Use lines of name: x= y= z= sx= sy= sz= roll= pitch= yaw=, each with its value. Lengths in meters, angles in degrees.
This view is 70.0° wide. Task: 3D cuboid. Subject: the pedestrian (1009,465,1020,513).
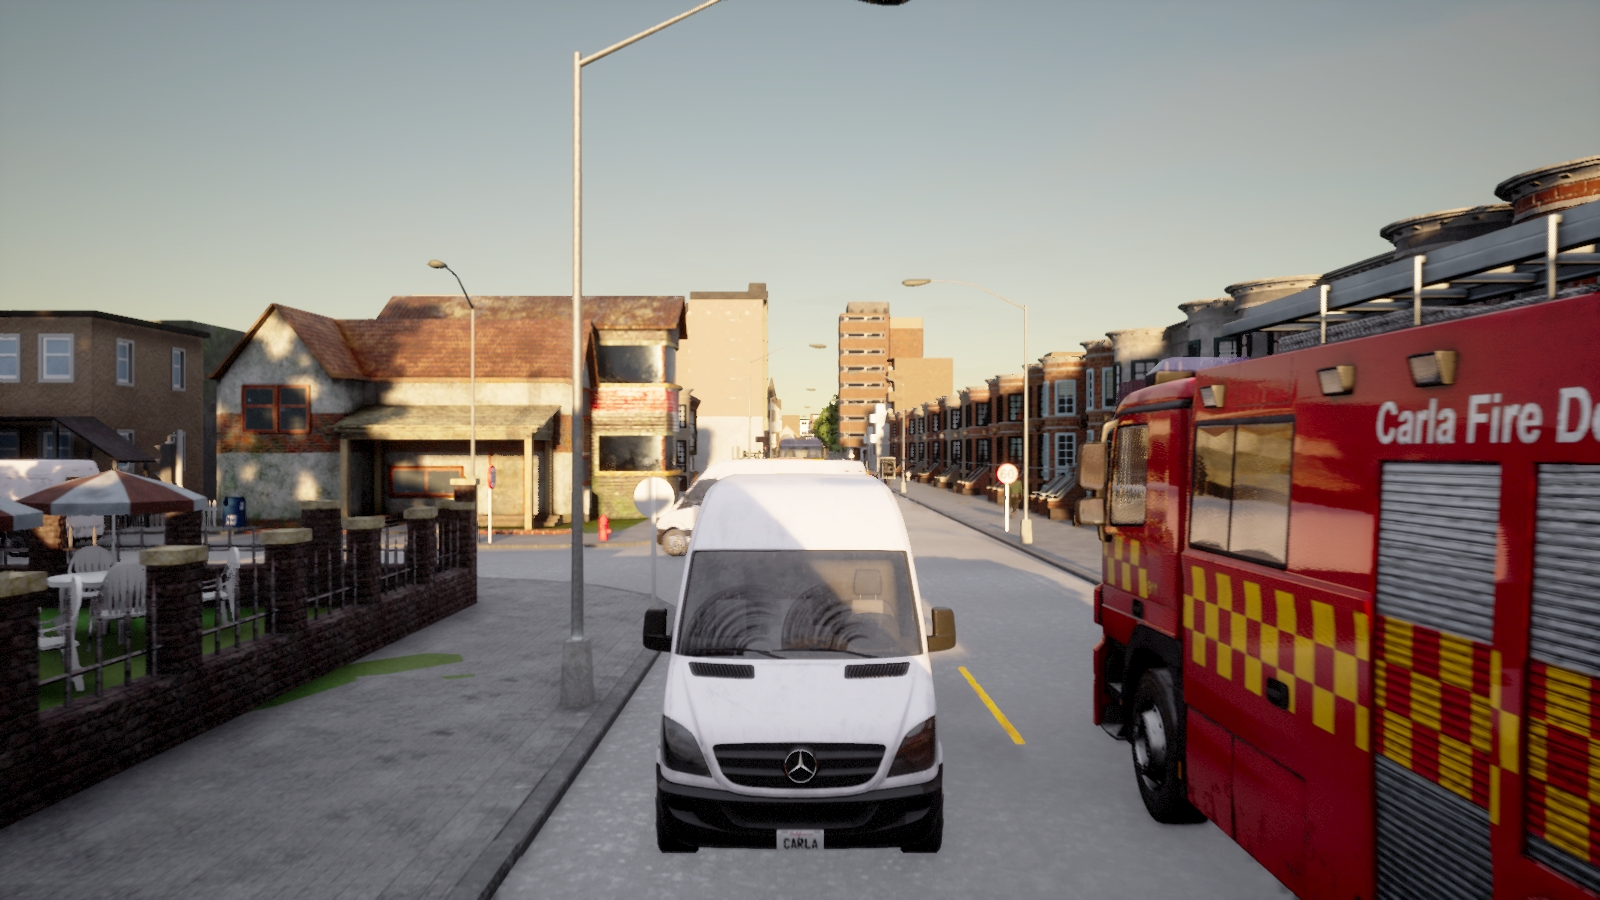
pedestrian: x=8.395 y=1.527 z=44.717 sx=0.375 sy=1.860 sz=0.375 roll=0 pitch=0 yaw=21

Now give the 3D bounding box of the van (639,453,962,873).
van: x=0.003 y=1.315 z=9.977 sx=1.988 sy=2.561 sz=5.915 roll=0 pitch=0 yaw=0

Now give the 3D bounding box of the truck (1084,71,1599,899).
truck: x=4.047 y=0.671 z=6.095 sx=2.891 sy=3.827 sz=8.468 roll=0 pitch=0 yaw=0

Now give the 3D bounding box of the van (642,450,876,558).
van: x=-1.137 y=1.315 z=29.662 sx=5.915 sy=2.561 sz=1.988 roll=0 pitch=-1 yaw=31

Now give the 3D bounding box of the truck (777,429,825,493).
truck: x=0.039 y=0.671 z=73.393 sx=2.891 sy=3.827 sz=8.468 roll=0 pitch=0 yaw=0

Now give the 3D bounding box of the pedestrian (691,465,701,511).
pedestrian: x=-4.174 y=1.527 z=45.968 sx=0.375 sy=1.860 sz=0.375 roll=0 pitch=0 yaw=-10

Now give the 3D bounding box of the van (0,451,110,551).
van: x=-21.978 y=1.315 z=30.490 sx=5.915 sy=2.561 sz=1.988 roll=0 pitch=0 yaw=0
